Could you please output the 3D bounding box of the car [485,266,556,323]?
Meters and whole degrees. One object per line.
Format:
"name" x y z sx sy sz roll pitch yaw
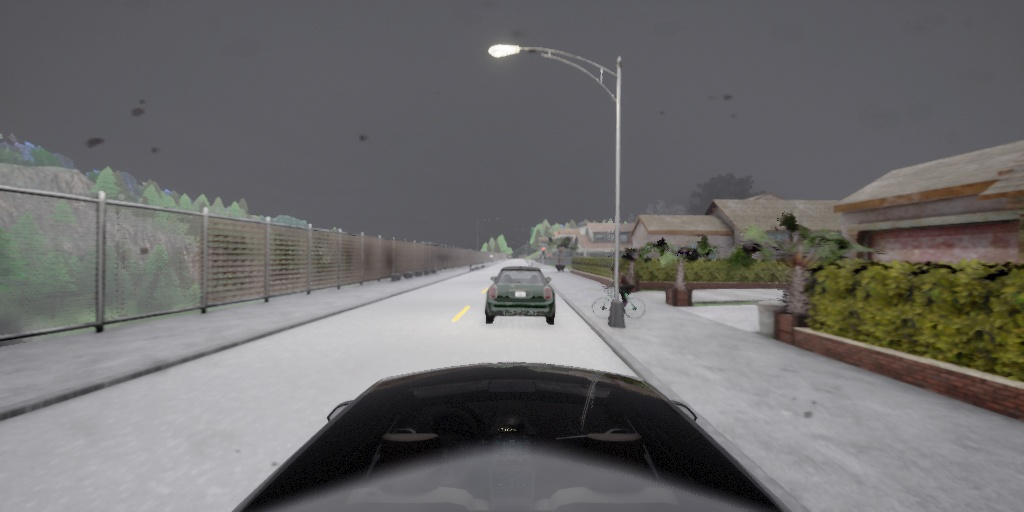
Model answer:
"car" 0.294 1.120 12.363 2.097 1.767 4.553 1 0 1

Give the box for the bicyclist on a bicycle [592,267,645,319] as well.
"bicyclist on a bicycle" 3.300 1.153 11.071 1.656 1.620 0.582 0 0 1
